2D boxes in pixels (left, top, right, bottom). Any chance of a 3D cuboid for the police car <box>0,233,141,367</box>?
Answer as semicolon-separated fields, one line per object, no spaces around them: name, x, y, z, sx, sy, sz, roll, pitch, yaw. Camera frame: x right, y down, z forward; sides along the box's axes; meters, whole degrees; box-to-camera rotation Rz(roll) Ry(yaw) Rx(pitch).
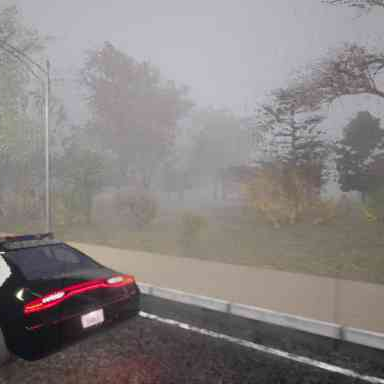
police car;-3.294;1.552;5.936;4.974;1.542;2.038;-1;0;36
